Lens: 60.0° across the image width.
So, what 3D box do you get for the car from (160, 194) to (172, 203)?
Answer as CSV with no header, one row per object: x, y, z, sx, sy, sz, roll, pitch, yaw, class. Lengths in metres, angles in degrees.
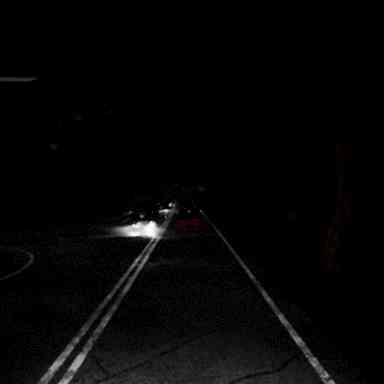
-4.702,1.171,60.658,2.128,1.511,4.902,0,1,-2,car

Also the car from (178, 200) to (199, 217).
-0.313,1.463,31.044,2.128,1.511,4.902,0,0,-1,car

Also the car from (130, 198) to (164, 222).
-3.656,1.481,26.386,2.128,1.511,4.902,0,0,-1,car

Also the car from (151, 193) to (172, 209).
-4.123,1.101,43.590,2.150,2.045,5.566,0,0,-2,car
